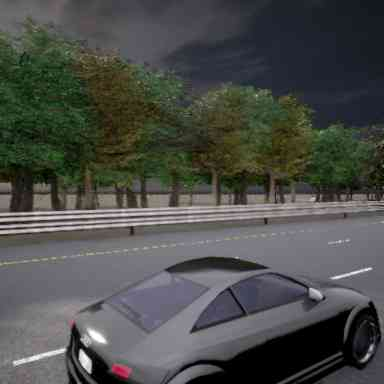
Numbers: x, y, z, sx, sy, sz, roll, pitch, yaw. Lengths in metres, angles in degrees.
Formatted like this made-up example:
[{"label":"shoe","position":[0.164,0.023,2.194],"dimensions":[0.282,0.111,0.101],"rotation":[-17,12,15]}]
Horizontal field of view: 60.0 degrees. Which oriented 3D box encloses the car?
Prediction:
[{"label":"car","position":[0.624,1.565,4.318],"dimensions":[4.181,1.385,1.994],"rotation":[0,0,-36]}]
